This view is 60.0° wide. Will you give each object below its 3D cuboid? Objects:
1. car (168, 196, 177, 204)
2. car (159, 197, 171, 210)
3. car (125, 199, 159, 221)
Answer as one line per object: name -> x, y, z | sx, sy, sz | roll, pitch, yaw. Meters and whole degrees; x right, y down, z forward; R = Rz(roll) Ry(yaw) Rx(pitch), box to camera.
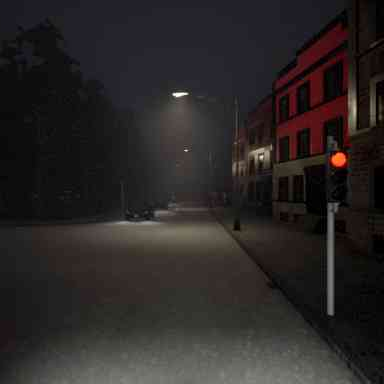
car -> -3.958, 1.492, 63.892 | 2.128, 1.511, 4.902 | 0, 0, 1
car -> -4.052, 1.601, 41.947 | 1.895, 1.301, 4.718 | 0, 0, 0
car -> -4.130, 1.526, 27.139 | 1.812, 1.442, 4.674 | 0, 0, 1
